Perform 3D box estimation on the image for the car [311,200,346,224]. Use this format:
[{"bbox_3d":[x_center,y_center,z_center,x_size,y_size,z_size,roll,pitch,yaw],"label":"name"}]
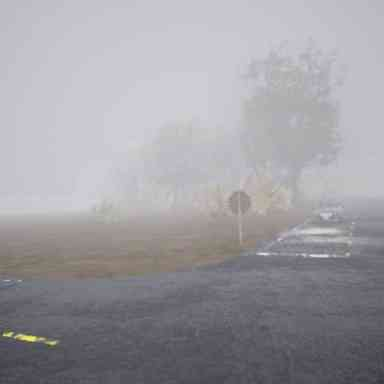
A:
[{"bbox_3d":[9.455,1.300,22.906,2.128,1.511,4.902,-3,-1,27],"label":"car"}]
